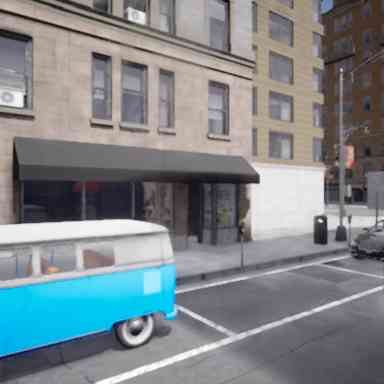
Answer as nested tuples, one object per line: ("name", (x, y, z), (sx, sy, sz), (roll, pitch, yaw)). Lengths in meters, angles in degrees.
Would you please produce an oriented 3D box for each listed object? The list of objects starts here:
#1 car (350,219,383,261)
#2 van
("car", (7.078, 1.555, 11.243), (4.403, 1.369, 2.008), (0, 0, -36))
("van", (-2.138, 1.341, 4.664), (3.998, 1.788, 1.690), (0, 0, -36))
